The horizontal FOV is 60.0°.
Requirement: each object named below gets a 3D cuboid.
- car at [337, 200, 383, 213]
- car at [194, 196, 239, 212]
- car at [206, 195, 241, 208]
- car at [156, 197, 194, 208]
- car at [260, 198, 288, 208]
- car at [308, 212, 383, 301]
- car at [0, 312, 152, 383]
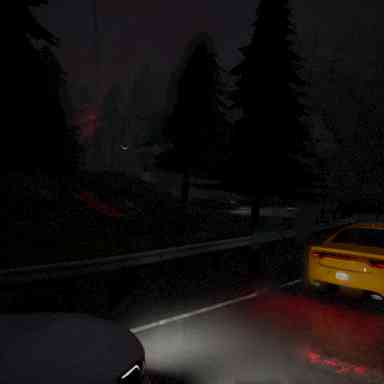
[{"bbox_3d":[17.421,1.532,34.094,4.674,1.442,1.812,0,0,34],"label":"car"},{"bbox_3d":[3.131,1.503,39.635,4.892,1.490,1.837,0,0,34],"label":"car"},{"bbox_3d":[4.446,1.337,47.222,4.553,1.767,2.097,0,0,34],"label":"car"},{"bbox_3d":[-2.057,1.508,47.437,5.357,1.411,2.033,0,0,35],"label":"car"},{"bbox_3d":[11.291,1.564,46.773,4.181,1.385,1.994,0,0,34],"label":"car"},{"bbox_3d":[4.749,1.478,8.075,5.008,1.535,1.882,0,0,-42],"label":"car"},{"bbox_3d":[-2.523,1.526,2.208,4.674,1.442,1.812,0,0,-36],"label":"car"}]
